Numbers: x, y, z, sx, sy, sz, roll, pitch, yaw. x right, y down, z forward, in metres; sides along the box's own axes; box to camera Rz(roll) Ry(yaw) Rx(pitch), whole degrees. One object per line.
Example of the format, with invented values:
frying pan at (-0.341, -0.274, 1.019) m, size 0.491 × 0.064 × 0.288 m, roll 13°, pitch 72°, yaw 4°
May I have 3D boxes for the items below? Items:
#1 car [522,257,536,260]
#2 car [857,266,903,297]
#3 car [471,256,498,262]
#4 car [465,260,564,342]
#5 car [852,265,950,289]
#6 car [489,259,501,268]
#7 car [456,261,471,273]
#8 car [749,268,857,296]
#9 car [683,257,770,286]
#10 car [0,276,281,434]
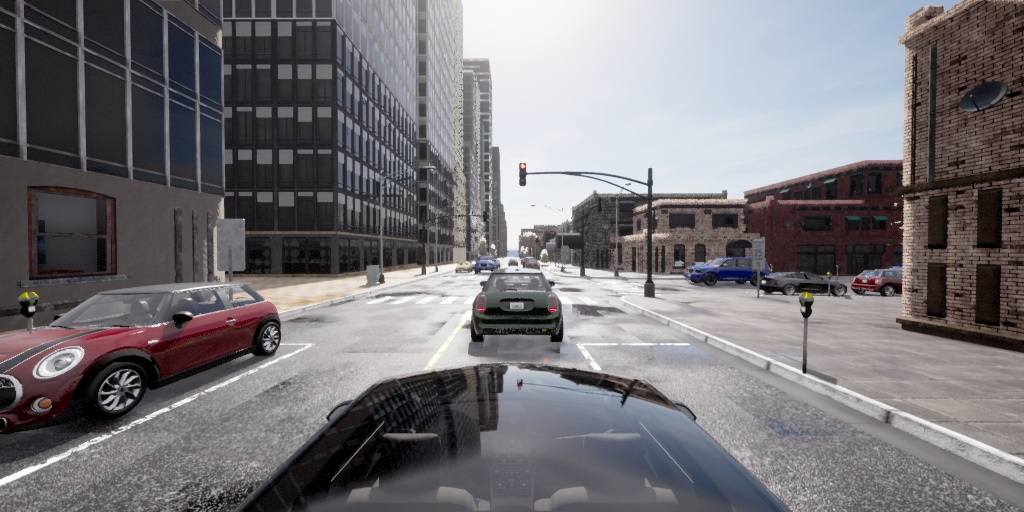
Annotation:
car at (2.781, 1.179, 49.134) m, size 1.967 × 1.591 × 4.097 m, roll 0°, pitch 0°, yaw 0°
car at (21.994, 1.474, 20.364) m, size 4.097 × 1.591 × 1.967 m, roll 0°, pitch 0°, yaw 1°
car at (-3.012, 0.962, 41.496) m, size 2.150 × 2.045 × 5.566 m, roll 0°, pitch 0°, yaw 1°
car at (0.150, 1.100, 9.910) m, size 2.097 × 1.767 × 4.553 m, roll 0°, pitch 0°, yaw 1°
car at (28.154, 1.479, 26.054) m, size 5.008 × 1.535 × 1.882 m, roll 1°, pitch 1°, yaw 1°
car at (-2.955, 1.263, 61.937) m, size 1.812 × 1.442 × 4.674 m, roll 0°, pitch 0°, yaw 0°
car at (-5.749, 1.265, 43.391) m, size 1.751 × 1.417 × 4.829 m, roll 0°, pitch 0°, yaw 0°
car at (16.447, 1.547, 20.446) m, size 4.313 × 1.339 × 1.948 m, roll 0°, pitch 0°, yaw 1°
car at (15.777, 1.105, 26.234) m, size 5.566 × 2.045 × 2.150 m, roll 1°, pitch 1°, yaw 1°
car at (-5.684, 1.189, 5.613) m, size 1.967 × 1.591 × 4.097 m, roll 0°, pitch 0°, yaw 0°
